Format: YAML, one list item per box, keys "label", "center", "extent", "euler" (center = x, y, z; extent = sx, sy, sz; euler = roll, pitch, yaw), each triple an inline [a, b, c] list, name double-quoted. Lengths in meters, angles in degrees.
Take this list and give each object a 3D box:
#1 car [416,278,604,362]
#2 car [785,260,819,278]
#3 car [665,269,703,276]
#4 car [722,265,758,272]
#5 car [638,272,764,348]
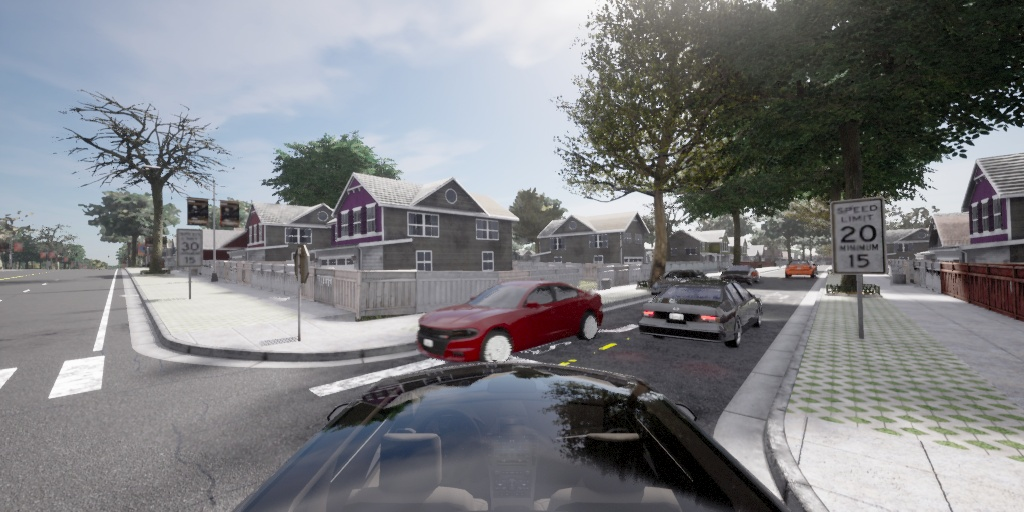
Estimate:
- label: "car"
  center: [0.217, 1.313, 8.330]
  extent: [1.882, 1.535, 5.008]
  euler: [-2, -1, 44]
- label: "car"
  center: [27.282, 1.133, 33.884]
  extent: [2.097, 1.767, 4.553]
  euler: [-2, -2, 42]
- label: "car"
  center: [8.219, 1.360, 17.046]
  extent: [1.812, 1.442, 4.674]
  euler: [-2, -2, 42]
- label: "car"
  center: [17.296, 1.385, 27.119]
  extent: [2.033, 1.411, 5.357]
  euler: [-2, -2, 42]
- label: "car"
  center: [5.091, 1.301, 9.304]
  extent: [2.033, 1.411, 5.357]
  euler: [-2, -1, 42]
